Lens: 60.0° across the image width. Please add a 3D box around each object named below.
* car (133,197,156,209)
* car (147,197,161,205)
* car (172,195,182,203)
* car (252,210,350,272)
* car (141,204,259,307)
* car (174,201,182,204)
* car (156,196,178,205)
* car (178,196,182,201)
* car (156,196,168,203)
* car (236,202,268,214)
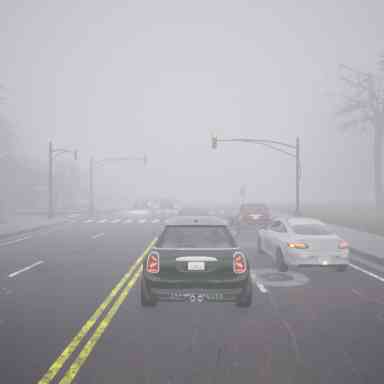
[{"bbox_3d":[-6.531,1.482,44.018,2.128,1.511,4.902,0,0,1],"label":"car"},{"bbox_3d":[-6.485,1.579,57.689,1.895,1.301,4.718,0,0,0],"label":"car"},{"bbox_3d":[-3.130,1.491,70.757,1.812,1.442,4.674,0,0,0],"label":"car"},{"bbox_3d":[3.351,1.525,10.674,1.812,1.442,4.674,0,0,0],"label":"car"},{"bbox_3d":[0.090,1.352,8.122,2.097,1.767,4.553,0,0,0],"label":"car"},{"bbox_3d":[0.071,1.477,17.387,1.882,1.535,5.008,0,0,0],"label":"car"},{"bbox_3d":[-3.273,1.494,43.852,1.837,1.490,4.892,0,0,0],"label":"car"},{"bbox_3d":[-3.240,1.470,57.256,2.128,1.511,4.902,0,0,0],"label":"car"},{"bbox_3d":[-6.378,1.505,71.867,2.033,1.411,5.357,0,0,0],"label":"car"},{"bbox_3d":[3.342,1.351,19.468,2.097,1.767,4.553,0,0,0],"label":"car"}]
